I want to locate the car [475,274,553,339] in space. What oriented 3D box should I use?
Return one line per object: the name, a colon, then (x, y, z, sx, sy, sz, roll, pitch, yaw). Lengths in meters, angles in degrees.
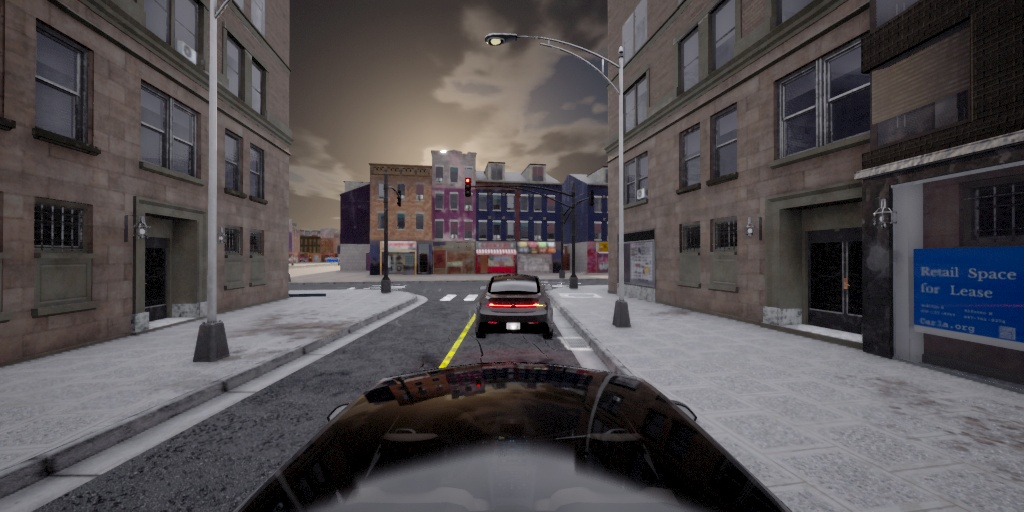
car: (0.098, 1.256, 10.110, 1.837, 1.490, 4.892, 0, 0, 2)
